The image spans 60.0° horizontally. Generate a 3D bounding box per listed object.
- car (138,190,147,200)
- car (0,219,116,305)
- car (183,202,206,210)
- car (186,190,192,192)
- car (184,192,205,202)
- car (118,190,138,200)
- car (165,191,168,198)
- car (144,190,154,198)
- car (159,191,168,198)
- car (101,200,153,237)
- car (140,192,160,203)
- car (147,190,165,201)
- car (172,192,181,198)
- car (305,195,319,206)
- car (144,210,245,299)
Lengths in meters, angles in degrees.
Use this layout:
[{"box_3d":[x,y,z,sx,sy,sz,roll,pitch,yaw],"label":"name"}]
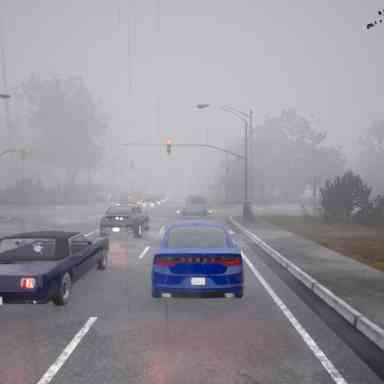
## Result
[{"box_3d":[-10.461,0.709,63.383,2.150,2.045,5.566,0,1,0],"label":"car"},{"box_3d":[-3.387,1.573,7.942,1.895,1.301,4.718,0,0,0],"label":"car"},{"box_3d":[0.127,1.459,17.470,1.994,1.385,4.181,0,0,0],"label":"car"},{"box_3d":[-0.085,0.825,78.840,1.812,1.442,4.674,0,1,-2],"label":"car"},{"box_3d":[0.493,1.129,48.862,1.837,1.490,4.892,-4,2,-14],"label":"car"},{"box_3d":[-10.534,0.930,53.800,2.097,1.767,4.553,0,0,1],"label":"car"},{"box_3d":[-6.982,0.957,74.243,1.895,1.301,4.718,0,1,-1],"label":"car"},{"box_3d":[-10.789,0.445,84.178,2.150,2.045,5.566,0,1,-3],"label":"car"},{"box_3d":[-7.299,0.571,84.477,2.097,1.767,4.553,0,1,-3],"label":"car"},{"box_3d":[-3.373,1.402,17.194,1.837,1.490,4.892,0,0,0],"label":"car"},{"box_3d":[-7.005,1.127,55.409,1.994,1.385,4.181,0,1,0],"label":"car"},{"box_3d":[-6.963,0.956,64.218,1.882,1.535,5.008,0,1,0],"label":"car"},{"box_3d":[-3.854,0.741,85.559,2.033,1.411,5.357,0,1,-4],"label":"car"},{"box_3d":[17.033,1.024,42.926,4.553,1.767,2.097,0,1,-3],"label":"car"},{"box_3d":[0.114,1.446,8.488,1.882,1.535,5.008,0,0,0],"label":"car"}]
